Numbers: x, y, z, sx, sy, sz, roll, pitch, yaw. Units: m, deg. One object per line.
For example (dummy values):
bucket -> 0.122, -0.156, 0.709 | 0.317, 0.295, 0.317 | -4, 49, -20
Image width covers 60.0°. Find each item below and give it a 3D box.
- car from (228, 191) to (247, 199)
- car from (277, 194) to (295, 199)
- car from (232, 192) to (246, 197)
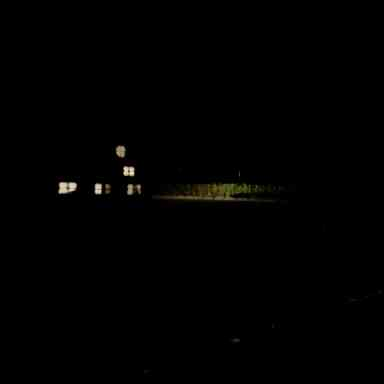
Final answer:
car -> 10.913, 0.706, 80.288 | 2.097, 1.767, 4.553 | 1, 0, -35
car -> 19.595, 1.137, 68.095 | 1.812, 1.442, 4.674 | 1, 0, -35
car -> 10.946, 0.865, 74.207 | 1.895, 1.301, 4.718 | 1, 0, -35
